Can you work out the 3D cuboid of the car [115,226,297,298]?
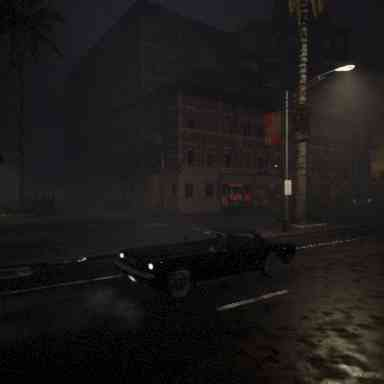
[{"bbox_3d":[0.494,1.601,8.621,4.718,1.301,1.895,0,0,-35],"label":"car"}]
